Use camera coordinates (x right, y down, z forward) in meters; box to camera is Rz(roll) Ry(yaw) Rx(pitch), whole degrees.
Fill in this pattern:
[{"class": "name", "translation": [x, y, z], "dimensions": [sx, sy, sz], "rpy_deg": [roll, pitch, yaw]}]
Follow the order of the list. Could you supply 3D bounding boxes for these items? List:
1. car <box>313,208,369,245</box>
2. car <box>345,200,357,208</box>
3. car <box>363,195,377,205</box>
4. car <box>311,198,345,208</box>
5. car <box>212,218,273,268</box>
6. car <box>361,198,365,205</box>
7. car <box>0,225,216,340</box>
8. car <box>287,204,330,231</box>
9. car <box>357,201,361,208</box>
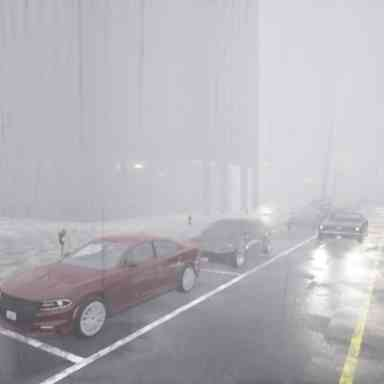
[{"class": "car", "translation": [7.547, 1.669, 16.399], "dimensions": [1.895, 1.301, 4.718], "rpy_deg": [0, 0, 31]}, {"class": "car", "translation": [16.079, 1.696, 35.547], "dimensions": [1.887, 1.381, 4.507], "rpy_deg": [0, 0, 31]}, {"class": "car", "translation": [35.886, 1.637, 68.084], "dimensions": [2.192, 1.841, 5.009], "rpy_deg": [0, 0, 31]}, {"class": "car", "translation": [10.236, 1.419, 25.950], "dimensions": [2.192, 1.841, 5.009], "rpy_deg": [0, 0, 31]}, {"class": "car", "translation": [1.471, 1.600, 11.552], "dimensions": [1.947, 1.339, 4.313], "rpy_deg": [0, 0, 31]}, {"class": "car", "translation": [21.922, 1.781, 45.145], "dimensions": [1.802, 1.307, 4.206], "rpy_deg": [0, 0, 31]}, {"class": "car", "translation": [-1.450, 1.557, 6.753], "dimensions": [1.887, 1.381, 4.507], "rpy_deg": [0, 0, 31]}, {"class": "car", "translation": [7.314, 1.662, 21.150], "dimensions": [1.802, 1.307, 4.206], "rpy_deg": [0, 0, 31]}, {"class": "car", "translation": [19.000, 1.757, 40.346], "dimensions": [1.802, 1.307, 4.206], "rpy_deg": [0, 0, 31]}]
